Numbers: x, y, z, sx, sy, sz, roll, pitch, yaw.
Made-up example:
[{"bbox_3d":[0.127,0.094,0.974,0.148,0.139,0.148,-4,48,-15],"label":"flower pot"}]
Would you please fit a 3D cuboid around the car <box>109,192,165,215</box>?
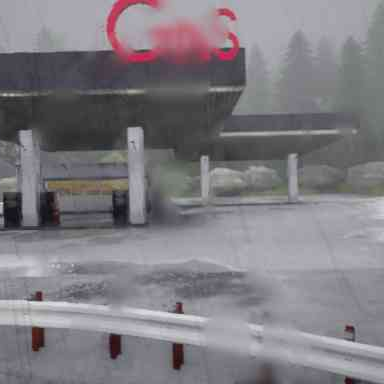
[{"bbox_3d":[-3.596,0.797,21.724,3.633,1.501,1.845,-1,2,0],"label":"car"}]
